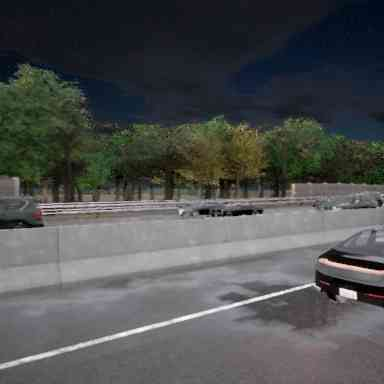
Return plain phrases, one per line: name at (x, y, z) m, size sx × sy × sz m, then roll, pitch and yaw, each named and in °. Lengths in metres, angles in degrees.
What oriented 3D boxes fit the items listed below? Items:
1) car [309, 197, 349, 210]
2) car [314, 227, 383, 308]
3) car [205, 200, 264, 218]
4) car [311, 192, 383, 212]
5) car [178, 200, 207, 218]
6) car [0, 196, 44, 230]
car at (17.123, 1.356, 41.500) m, size 5.357 × 1.411 × 2.033 m, roll -1°, pitch 0°, yaw -35°
car at (4.602, 1.491, 6.976) m, size 4.902 × 1.511 × 2.128 m, roll 0°, pitch 0°, yaw -35°
car at (3.723, 1.566, 27.836) m, size 4.718 × 1.301 × 1.895 m, roll 0°, pitch 0°, yaw -35°
car at (11.813, 1.156, 25.055) m, size 5.566 × 2.045 × 2.150 m, roll -1°, pitch 0°, yaw -35°
car at (0.983, 1.464, 29.433) m, size 4.902 × 1.511 × 2.128 m, roll 0°, pitch 0°, yaw -38°
car at (-9.456, 1.215, 14.433) m, size 5.566 × 2.045 × 2.150 m, roll 0°, pitch 0°, yaw -35°
